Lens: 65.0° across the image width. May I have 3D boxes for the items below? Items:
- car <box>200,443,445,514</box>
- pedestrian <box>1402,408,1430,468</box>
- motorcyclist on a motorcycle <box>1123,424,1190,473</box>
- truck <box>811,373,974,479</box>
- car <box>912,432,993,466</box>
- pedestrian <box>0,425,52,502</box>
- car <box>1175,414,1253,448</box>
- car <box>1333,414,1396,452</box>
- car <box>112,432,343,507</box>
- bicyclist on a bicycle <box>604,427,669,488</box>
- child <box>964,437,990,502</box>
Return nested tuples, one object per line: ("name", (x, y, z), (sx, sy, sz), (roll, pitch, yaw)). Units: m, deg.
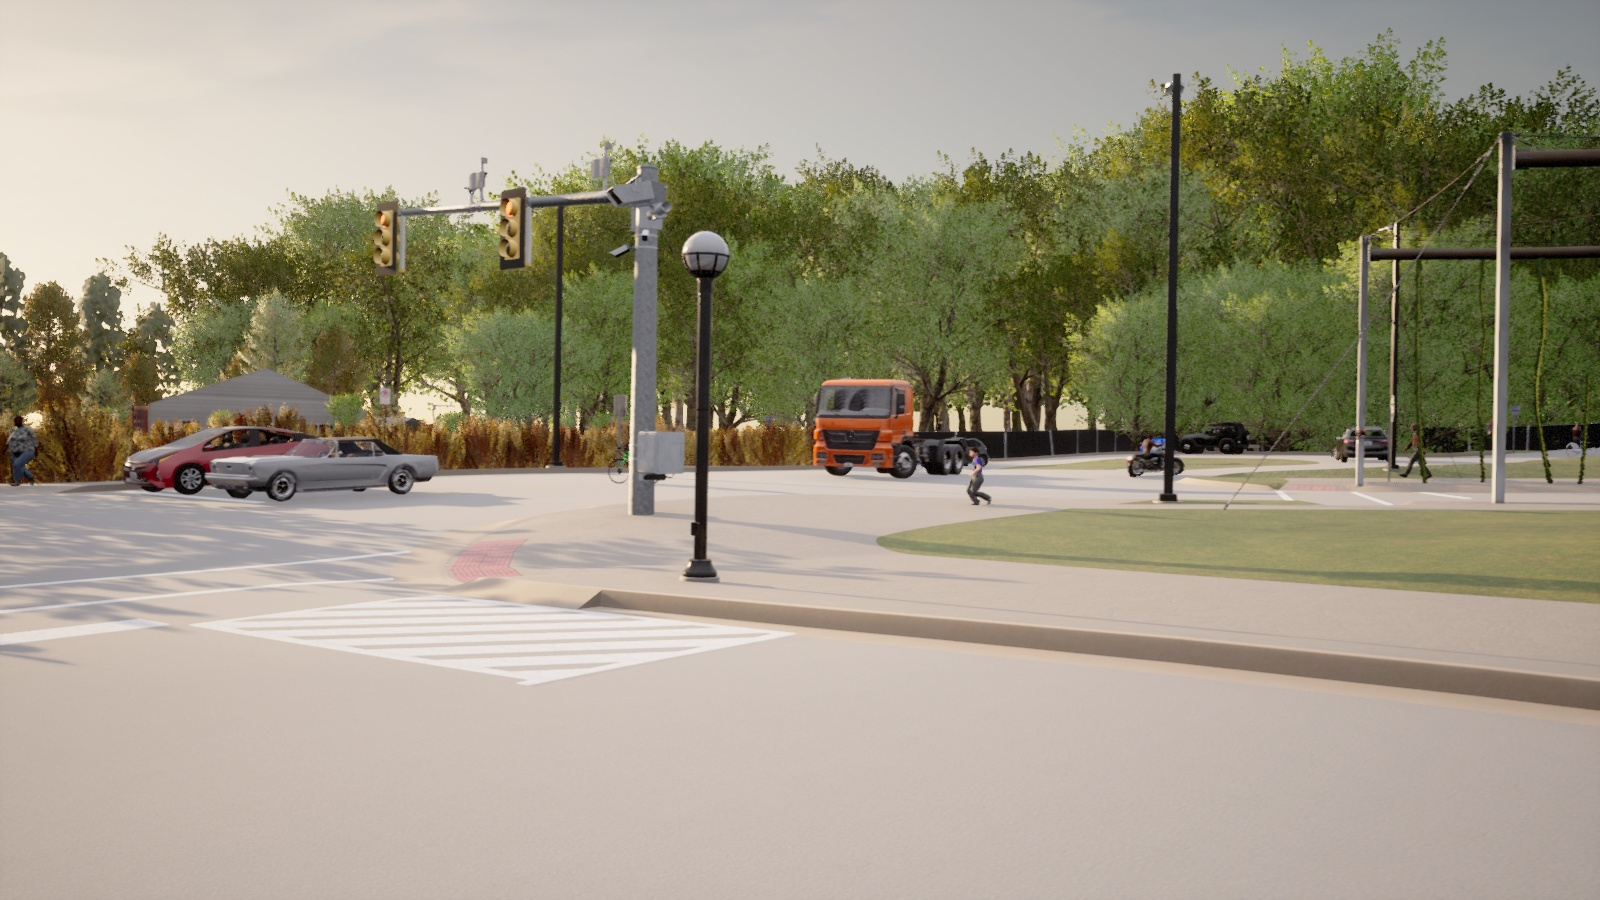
("car", (-10.404, 0.560, 27.699), (1.895, 1.301, 4.718), (0, 2, 37))
("pedestrian", (19.089, -0.377, 38.915), (0.720, 1.854, 0.376), (0, 0, 11))
("motorcyclist on a motorcycle", (12.932, -0.060, 45.547), (2.350, 1.649, 0.766), (-2, 3, -21))
("truck", (3.517, -0.870, 45.328), (2.891, 3.462, 7.936), (1, 1, 28))
("car", (8.117, -0.053, 66.886), (3.988, 1.617, 1.851), (-3, 1, -34))
("pedestrian", (-19.201, 0.330, 30.988), (0.874, 1.855, 0.900), (0, 0, 11))
("car", (23.932, -1.121, 72.609), (3.866, 1.878, 1.905), (-1, 1, 37))
("car", (26.623, -0.849, 59.378), (2.242, 1.667, 4.611), (-1, 1, 18))
("car", (-13.451, 0.401, 29.752), (2.007, 1.525, 4.514), (0, 2, 37))
("bicyclist on a bicycle", (-4.435, 0.196, 34.030), (1.656, 1.620, 0.582), (0, 1, -33))
("child", (3.488, 0.386, 24.728), (0.437, 1.263, 0.270), (0, 0, -13))
